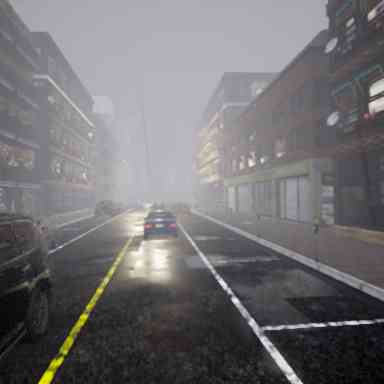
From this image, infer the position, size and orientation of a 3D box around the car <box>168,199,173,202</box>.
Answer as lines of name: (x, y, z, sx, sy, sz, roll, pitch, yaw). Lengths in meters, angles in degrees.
car: (-2.248, 1.988, 48.923, 1.887, 1.381, 4.507, -1, 0, -6)

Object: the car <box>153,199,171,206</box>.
car: (-3.880, 1.947, 39.475, 2.033, 1.411, 5.357, -1, 0, -6)

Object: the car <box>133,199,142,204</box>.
car: (-15.235, 2.603, 92.907, 2.008, 1.369, 4.403, -1, 0, -6)

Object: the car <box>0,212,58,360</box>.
car: (-3.274, 1.321, 3.612, 2.150, 2.045, 5.566, -1, -1, -6)

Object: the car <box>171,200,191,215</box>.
car: (-1.102, 1.857, 37.880, 1.752, 1.417, 4.829, -1, 0, -6)

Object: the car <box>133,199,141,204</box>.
car: (-14.652, 2.547, 87.301, 2.008, 1.369, 4.403, -1, 0, -6)

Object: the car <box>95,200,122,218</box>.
car: (-9.422, 1.805, 36.851, 2.192, 1.841, 5.009, -1, 0, -6)

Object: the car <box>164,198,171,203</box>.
car: (-6.917, 2.419, 93.938, 1.752, 1.417, 4.829, -1, 0, -6)

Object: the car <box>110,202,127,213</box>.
car: (-10.582, 2.148, 48.061, 1.887, 1.381, 4.507, -1, 0, -6)

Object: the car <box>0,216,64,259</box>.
car: (-7.092, 1.844, 14.425, 1.802, 1.307, 4.206, -1, 0, -6)

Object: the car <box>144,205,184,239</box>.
car: (-1.769, 1.739, 18.867, 2.033, 1.411, 5.357, -1, 0, -5)

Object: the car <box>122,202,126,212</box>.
car: (-10.002, 1.987, 42.455, 1.967, 1.590, 4.097, -1, 0, -6)

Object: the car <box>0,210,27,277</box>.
car: (-6.515, 1.519, 8.821, 2.192, 1.841, 5.009, -1, 0, -6)
